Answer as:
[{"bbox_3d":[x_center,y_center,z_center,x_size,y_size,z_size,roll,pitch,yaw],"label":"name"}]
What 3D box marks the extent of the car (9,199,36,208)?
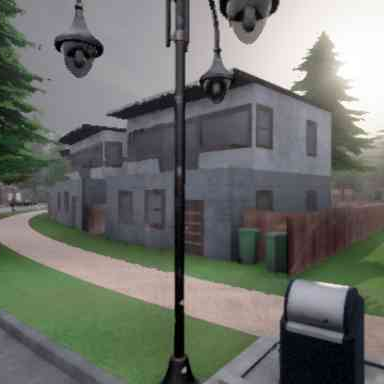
[{"bbox_3d":[-27.273,1.850,53.605,1.895,1.301,4.718,0,0,6],"label":"car"}]
